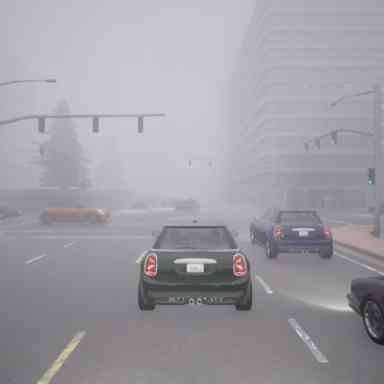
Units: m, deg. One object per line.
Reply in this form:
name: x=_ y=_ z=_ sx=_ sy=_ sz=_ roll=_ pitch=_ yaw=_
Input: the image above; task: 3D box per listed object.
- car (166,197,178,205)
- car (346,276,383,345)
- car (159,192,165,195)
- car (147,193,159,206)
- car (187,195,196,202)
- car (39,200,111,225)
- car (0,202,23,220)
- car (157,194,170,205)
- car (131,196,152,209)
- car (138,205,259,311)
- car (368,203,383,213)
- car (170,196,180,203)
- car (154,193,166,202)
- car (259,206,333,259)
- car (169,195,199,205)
car: x=-3.598 y=1.558 z=60.927 sx=1.994 sy=1.385 sz=4.181 roll=0 pitch=0 yaw=0
car: x=3.597 y=1.547 z=3.313 sx=2.033 sy=1.411 sz=5.357 roll=0 pitch=0 yaw=0
car: x=-7.077 y=1.216 z=63.878 sx=2.150 sy=2.045 sz=5.566 roll=0 pitch=0 yaw=0
car: x=-7.114 y=1.347 z=54.464 sx=2.097 sy=1.767 sz=4.553 roll=0 pitch=0 yaw=0
car: x=-0.036 y=1.518 z=81.084 sx=2.128 sy=1.511 sz=4.902 roll=0 pitch=0 yaw=0
car: x=-8.020 y=1.332 z=23.114 sx=4.553 sy=1.767 sz=2.097 roll=0 pitch=0 yaw=0
car: x=-16.175 y=1.434 z=26.591 sx=4.902 sy=1.511 sz=2.128 roll=0 pitch=0 yaw=-1
car: x=-3.620 y=1.487 z=51.040 sx=2.128 sy=1.511 sz=4.902 roll=0 pitch=0 yaw=0
car: x=-7.121 y=1.597 z=45.569 sx=1.895 sy=1.301 sz=4.718 roll=0 pitch=0 yaw=0
car: x=0.067 y=1.351 z=7.948 sx=2.097 sy=1.767 sz=4.553 roll=0 pitch=0 yaw=0
car: x=19.922 y=1.489 z=32.423 sx=5.357 sy=1.411 sz=2.033 roll=0 pitch=0 yaw=-18
car: x=-3.532 y=1.589 z=71.058 sx=1.895 sy=1.301 sz=4.718 roll=0 pitch=0 yaw=0
car: x=-7.033 y=1.218 z=74.523 sx=2.150 sy=2.045 sz=5.566 roll=0 pitch=0 yaw=0
car: x=3.581 y=1.351 z=12.788 sx=2.097 sy=1.767 sz=4.553 roll=0 pitch=0 yaw=0
car: x=-0.504 y=1.464 z=37.710 sx=2.128 sy=1.511 sz=4.902 roll=0 pitch=0 yaw=15
